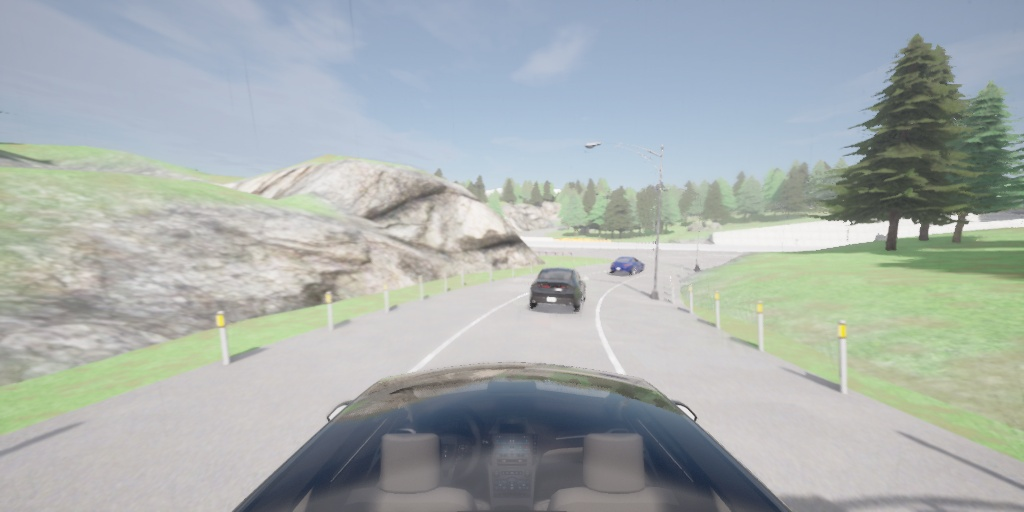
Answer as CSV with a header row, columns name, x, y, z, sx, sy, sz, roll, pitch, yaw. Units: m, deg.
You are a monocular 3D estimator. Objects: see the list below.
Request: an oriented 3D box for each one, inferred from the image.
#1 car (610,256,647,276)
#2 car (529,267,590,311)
name,x,y,z,sx,sy,sz,roll,pitch,yaw
car,9.823,0.755,30.377,1.812,1.442,4.674,4,5,36
car,1.948,1.196,14.429,1.837,1.490,4.892,2,1,15
